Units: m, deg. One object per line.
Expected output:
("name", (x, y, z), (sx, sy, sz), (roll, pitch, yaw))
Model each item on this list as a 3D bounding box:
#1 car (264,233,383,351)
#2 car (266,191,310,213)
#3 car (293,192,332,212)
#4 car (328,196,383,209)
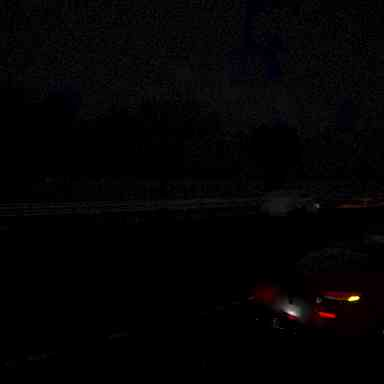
("car", (3.320, 1.493, 6.082), (4.674, 1.442, 1.812), (-1, 0, -35))
("car", (9.645, 0.973, 31.945), (5.566, 2.045, 2.150), (-1, 1, -34))
("car", (11.318, 1.112, 28.843), (4.553, 1.767, 2.097), (-1, 1, -34))
("car", (13.065, 1.244, 25.802), (5.008, 1.535, 1.882), (-1, 1, -34))
